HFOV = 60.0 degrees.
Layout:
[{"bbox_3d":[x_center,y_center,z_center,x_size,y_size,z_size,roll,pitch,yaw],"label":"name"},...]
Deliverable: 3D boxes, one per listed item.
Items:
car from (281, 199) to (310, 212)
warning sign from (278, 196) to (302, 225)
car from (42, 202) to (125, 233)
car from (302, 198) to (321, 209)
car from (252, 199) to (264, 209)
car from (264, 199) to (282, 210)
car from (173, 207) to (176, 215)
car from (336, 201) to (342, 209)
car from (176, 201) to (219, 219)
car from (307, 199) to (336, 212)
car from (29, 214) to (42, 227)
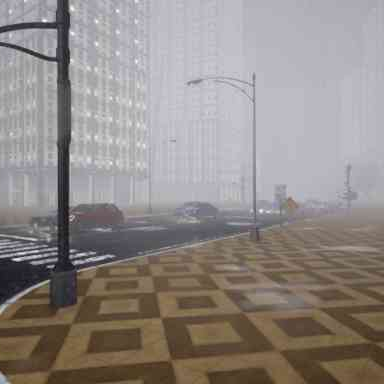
[{"bbox_3d":[13.843,1.896,44.394,1.895,1.301,4.718,0,-1,33],"label":"car"},{"bbox_3d":[6.764,1.250,22.994,1.300,1.860,1.060,0,0,34],"label":"warning sign"},{"bbox_3d":[-6.355,1.466,20.505,2.097,1.767,4.553,0,-1,34],"label":"car"},{"bbox_3d":[19.065,1.830,52.789,1.882,1.535,5.008,0,0,31],"label":"car"},{"bbox_3d":[10.919,1.893,51.957,1.837,1.490,4.892,0,-1,32],"label":"car"},{"bbox_3d":[12.621,1.805,48.619,1.882,1.535,5.008,0,-1,33],"label":"car"},{"bbox_3d":[-0.064,1.736,35.538,1.837,1.490,4.892,0,0,34],"label":"car"},{"bbox_3d":[21.860,1.939,51.129,1.895,1.301,4.718,0,0,31],"label":"car"},{"bbox_3d":[0.830,1.724,31.077,1.812,1.442,4.674,0,0,34],"label":"car"},{"bbox_3d":[16.753,1.884,42.910,1.895,1.301,4.718,0,-1,33],"label":"car"},{"bbox_3d":[-8.429,1.683,23.271,2.033,1.411,5.357,0,-1,34],"label":"car"}]
